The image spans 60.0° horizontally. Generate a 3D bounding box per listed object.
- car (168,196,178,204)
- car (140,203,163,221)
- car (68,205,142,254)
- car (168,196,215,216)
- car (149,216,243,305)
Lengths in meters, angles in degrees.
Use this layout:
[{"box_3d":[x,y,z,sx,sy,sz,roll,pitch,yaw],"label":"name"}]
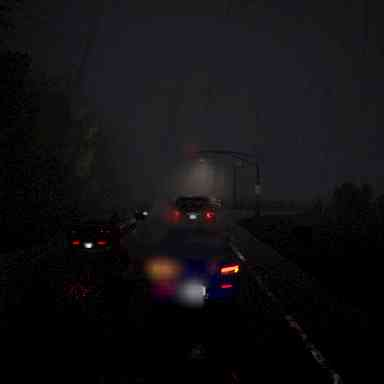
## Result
[{"box_3d":[-3.642,1.510,64.369,1.837,1.490,4.892,0,0,0],"label":"car"},{"box_3d":[-3.501,1.570,26.964,1.994,1.385,4.181,0,0,0],"label":"car"},{"box_3d":[-3.449,1.509,13.491,1.837,1.490,4.892,0,0,0],"label":"car"},{"box_3d":[0.036,1.226,17.645,2.150,2.045,5.566,0,0,0],"label":"car"},{"box_3d":[0.076,1.528,7.979,1.812,1.442,4.674,0,0,0],"label":"car"}]
